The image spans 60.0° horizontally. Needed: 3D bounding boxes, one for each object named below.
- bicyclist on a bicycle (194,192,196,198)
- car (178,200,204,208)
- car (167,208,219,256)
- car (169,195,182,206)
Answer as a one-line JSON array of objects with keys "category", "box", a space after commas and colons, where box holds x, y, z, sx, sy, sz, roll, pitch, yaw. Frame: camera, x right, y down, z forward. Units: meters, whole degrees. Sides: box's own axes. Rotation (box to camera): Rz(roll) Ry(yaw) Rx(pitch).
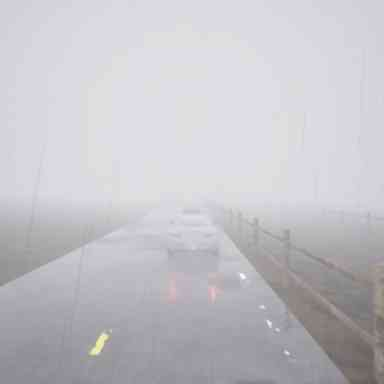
[{"category": "bicyclist on a bicycle", "box": [0.775, 1.086, 93.583, 0.659, 1.776, 1.843, 0, 1, 0]}, {"category": "car", "box": [0.056, 1.664, 28.280, 1.812, 1.442, 4.674, 0, 0, 0]}, {"category": "car", "box": [0.055, 1.590, 13.217, 1.812, 1.442, 4.674, 0, 0, 1]}, {"category": "car", "box": [-2.787, 1.430, 58.132, 2.097, 1.767, 4.553, 0, 0, 0]}]
